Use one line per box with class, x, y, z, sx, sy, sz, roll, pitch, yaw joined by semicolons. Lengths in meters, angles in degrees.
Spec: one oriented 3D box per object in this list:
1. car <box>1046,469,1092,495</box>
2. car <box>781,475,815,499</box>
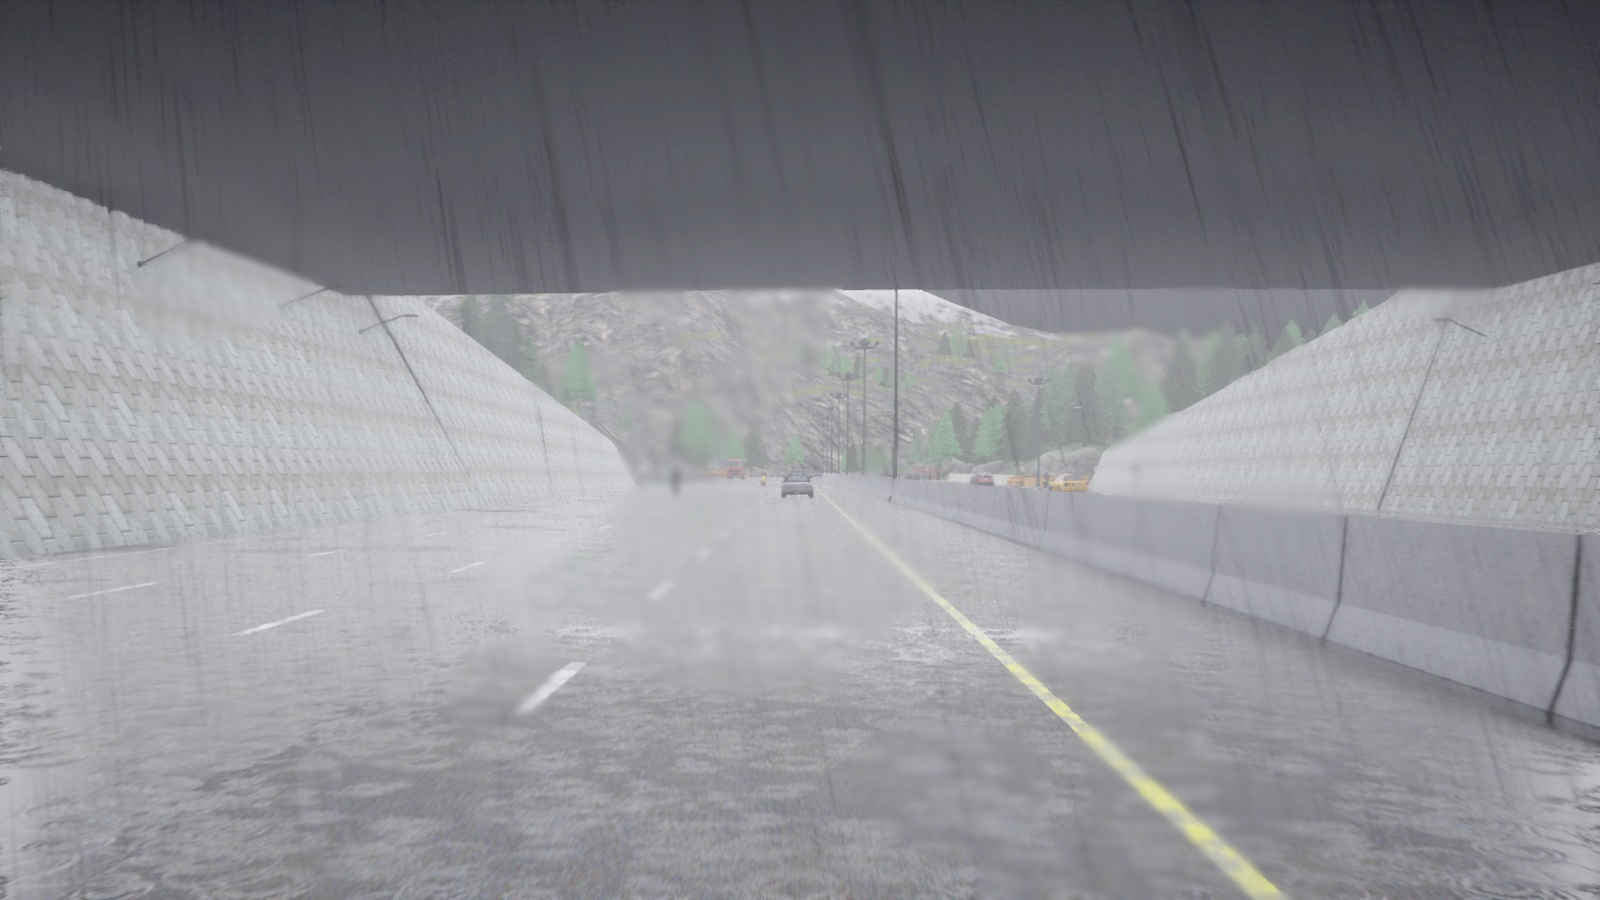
car;17.356;2.044;81.187;1.801;1.575;5.366;0;-1;0
car;-0.133;2.141;73.208;1.895;1.301;4.718;0;-1;0
